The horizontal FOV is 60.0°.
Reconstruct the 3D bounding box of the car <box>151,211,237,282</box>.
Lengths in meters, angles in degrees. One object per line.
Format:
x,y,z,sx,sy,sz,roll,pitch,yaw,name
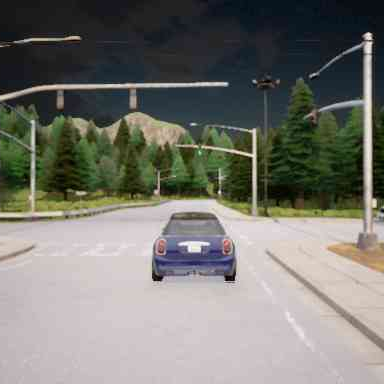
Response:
0.025,1.365,9.974,2.097,1.767,4.553,0,0,-1,car

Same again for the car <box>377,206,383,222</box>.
15.575,1.252,22.384,5.566,2.045,2.150,0,0,1,car
